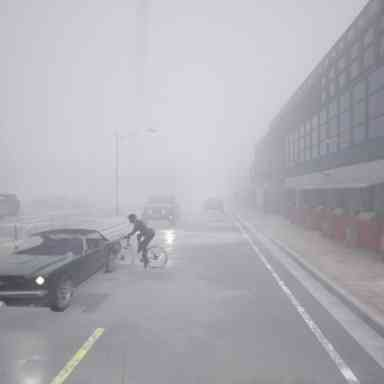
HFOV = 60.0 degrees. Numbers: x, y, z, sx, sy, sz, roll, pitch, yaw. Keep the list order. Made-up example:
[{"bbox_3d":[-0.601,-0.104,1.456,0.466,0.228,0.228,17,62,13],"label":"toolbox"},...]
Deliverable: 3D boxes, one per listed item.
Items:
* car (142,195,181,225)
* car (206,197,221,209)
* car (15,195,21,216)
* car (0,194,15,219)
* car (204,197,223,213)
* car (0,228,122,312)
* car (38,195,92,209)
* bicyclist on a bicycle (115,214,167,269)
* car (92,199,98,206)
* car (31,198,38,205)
[{"bbox_3d":[-2.093,1.223,24.206,2.150,2.045,5.566,0,0,4],"label":"car"},{"bbox_3d":[3.092,1.491,47.613,2.128,1.511,4.902,0,0,4],"label":"car"},{"bbox_3d":[-16.015,1.092,26.988,3.866,1.878,1.905,0,0,4],"label":"car"},{"bbox_3d":[-15.795,1.113,24.061,4.605,1.855,1.932,0,0,4],"label":"car"},{"bbox_3d":[2.473,1.352,37.754,2.097,1.767,4.553,0,0,4],"label":"car"},{"bbox_3d":[-3.185,1.601,7.888,1.895,1.301,4.718,0,0,4],"label":"car"},{"bbox_3d":[-15.172,1.169,39.754,5.027,1.636,2.152,0,0,4],"label":"car"},{"bbox_3d":[-1.547,1.454,9.633,1.656,1.620,0.582,-2,0,4],"label":"bicyclist on a bicycle"},{"bbox_3d":[-15.072,1.247,46.179,3.806,1.475,1.970,0,0,4],"label":"car"},{"bbox_3d":[-21.865,1.313,50.298,4.514,1.523,2.007,0,0,4],"label":"car"}]
